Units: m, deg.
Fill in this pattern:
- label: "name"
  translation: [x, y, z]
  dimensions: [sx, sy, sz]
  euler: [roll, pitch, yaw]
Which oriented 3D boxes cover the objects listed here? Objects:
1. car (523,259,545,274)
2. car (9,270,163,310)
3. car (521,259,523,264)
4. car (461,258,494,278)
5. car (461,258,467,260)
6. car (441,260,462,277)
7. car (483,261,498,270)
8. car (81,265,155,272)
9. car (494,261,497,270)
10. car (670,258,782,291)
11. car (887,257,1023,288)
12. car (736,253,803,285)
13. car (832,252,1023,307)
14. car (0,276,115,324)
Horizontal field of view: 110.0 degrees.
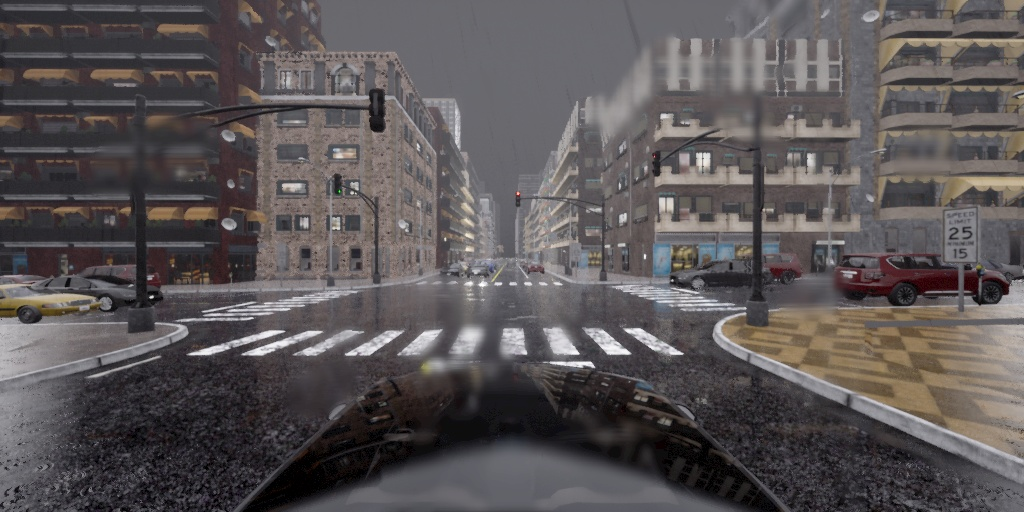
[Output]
- label: "car"
  translation: [2.613, 1.193, 40.822]
  dimensions: [1.967, 1.591, 4.097]
  euler: [0, 0, 0]
- label: "car"
  translation: [-17.895, 1.559, 15.355]
  dimensions: [4.892, 1.490, 1.837]
  euler: [-1, 0, -1]
- label: "car"
  translation: [2.602, 1.194, 46.504]
  dimensions: [1.967, 1.591, 4.097]
  euler: [0, 0, 0]
- label: "car"
  translation: [-3.163, 1.243, 33.996]
  dimensions: [2.128, 1.511, 4.902]
  euler: [0, 0, 0]
- label: "car"
  translation: [-5.767, 1.278, 40.633]
  dimensions: [1.751, 1.417, 4.829]
  euler: [0, 0, 0]
- label: "car"
  translation: [-5.756, 1.318, 35.120]
  dimensions: [1.948, 1.339, 4.313]
  euler: [0, 0, 0]
- label: "car"
  translation: [-3.194, 1.358, 53.415]
  dimensions: [1.895, 1.301, 4.718]
  euler: [0, 0, 0]
- label: "car"
  translation: [-23.637, 1.460, 21.055]
  dimensions: [5.009, 1.841, 2.192]
  euler: [0, 0, -1]
- label: "car"
  translation: [-3.181, 1.231, 43.418]
  dimensions: [1.882, 1.535, 5.008]
  euler: [0, 0, 0]
- label: "car"
  translation: [11.008, 1.018, 19.055]
  dimensions: [4.892, 1.490, 1.837]
  euler: [-1, 0, 3]
- label: "car"
  translation: [23.628, 0.825, 19.004]
  dimensions: [5.357, 1.411, 2.033]
  euler: [-1, 0, -1]
- label: "car"
  translation: [14.537, 0.756, 21.497]
  dimensions: [5.009, 1.841, 2.192]
  euler: [0, 0, -1]
- label: "car"
  translation: [14.688, 0.773, 13.118]
  dimensions: [5.009, 1.841, 2.192]
  euler: [0, 0, -1]
- label: "car"
  translation: [-17.651, 1.584, 12.771]
  dimensions: [4.829, 1.417, 1.751]
  euler: [0, 0, -1]
